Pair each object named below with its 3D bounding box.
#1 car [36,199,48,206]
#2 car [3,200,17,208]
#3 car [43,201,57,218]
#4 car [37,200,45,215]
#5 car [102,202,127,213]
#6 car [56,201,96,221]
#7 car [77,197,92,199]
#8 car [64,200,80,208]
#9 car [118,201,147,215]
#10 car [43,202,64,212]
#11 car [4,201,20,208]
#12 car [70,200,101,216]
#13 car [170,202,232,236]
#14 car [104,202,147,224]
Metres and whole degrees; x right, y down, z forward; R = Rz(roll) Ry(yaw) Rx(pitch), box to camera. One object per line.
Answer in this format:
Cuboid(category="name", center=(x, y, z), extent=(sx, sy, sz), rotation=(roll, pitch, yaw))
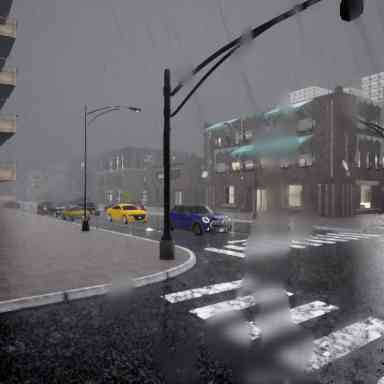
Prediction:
Cuboid(category="car", center=(-37.079, 2.590, 82.166), extent=(1.752, 1.417, 4.829), rotation=(-1, 0, -36))
Cuboid(category="car", center=(-37.218, 2.452, 67.941), extent=(2.008, 1.369, 4.403), rotation=(-1, 0, -36))
Cuboid(category="car", center=(-14.139, 1.968, 35.591), extent=(2.008, 1.369, 4.403), rotation=(-1, 0, -36))
Cuboid(category="car", center=(-17.410, 1.926, 40.232), extent=(1.967, 1.590, 4.097), rotation=(-1, 0, -36))
Cuboid(category="car", center=(-10.585, 2.089, 45.070), extent=(1.802, 1.307, 4.206), rotation=(-1, 0, -36))
Cuboid(category="car", center=(-10.784, 1.873, 30.802), extent=(1.752, 1.417, 4.829), rotation=(-1, 0, -36))
Cuboid(category="car", center=(-18.717, 1.913, 57.190), extent=(2.150, 2.045, 5.566), rotation=(0, -1, -36))
Cuboid(category="car", center=(-22.733, 2.296, 62.883), extent=(1.812, 1.442, 4.674), rotation=(0, -1, -36))
Cuboid(category="car", center=(-7.271, 1.879, 40.464), extent=(1.967, 1.590, 4.097), rotation=(-1, 0, -36))
Cuboid(category="car", center=(-20.456, 2.204, 49.116), extent=(1.994, 1.385, 4.181), rotation=(0, -1, -36))
Cuboid(category="car", center=(-33.918, 2.376, 63.321), extent=(1.887, 1.381, 4.507), rotation=(-1, 0, -36))
Cuboid(category="car", center=(-11.582, 1.919, 36.533), extent=(1.837, 1.490, 4.892), rotation=(0, 0, -35))
Cuboid(category="car", center=(0.299, 1.524, 19.885), extent=(2.097, 1.767, 4.553), rotation=(0, -1, -36))
Cuboid(category="car", center=(-5.522, 1.768, 28.035), extent=(1.882, 1.535, 5.008), rotation=(0, -1, -35))
